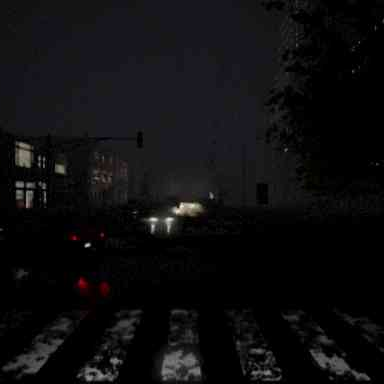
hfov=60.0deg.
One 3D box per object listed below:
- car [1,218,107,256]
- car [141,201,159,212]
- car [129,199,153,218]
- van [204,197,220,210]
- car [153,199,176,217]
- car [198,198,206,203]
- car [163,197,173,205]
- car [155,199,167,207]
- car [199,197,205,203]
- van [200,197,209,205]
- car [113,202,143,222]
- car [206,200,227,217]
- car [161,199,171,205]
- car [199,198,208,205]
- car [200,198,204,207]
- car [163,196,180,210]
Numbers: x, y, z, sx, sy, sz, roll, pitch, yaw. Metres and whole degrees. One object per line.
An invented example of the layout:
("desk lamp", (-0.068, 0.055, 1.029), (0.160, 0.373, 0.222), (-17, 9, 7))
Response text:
("car", (-5.824, 1.723, 13.773), (4.718, 1.301, 1.895), (0, -1, 33))
("car", (-5.680, 1.956, 45.578), (2.008, 1.369, 4.403), (0, -1, 0))
("car", (-5.680, 1.621, 34.478), (2.192, 1.841, 5.009), (0, -1, 0))
("van", (2.701, 1.696, 40.030), (1.690, 1.788, 3.998), (0, -1, 0))
("car", (-3.091, 1.790, 35.130), (1.882, 1.535, 5.008), (0, 0, 0))
("car", (2.706, 2.367, 89.985), (1.947, 1.339, 4.313), (0, -1, 0))
("car", (-5.674, 2.017, 78.884), (2.192, 1.841, 5.009), (0, -1, 0))
("car", (-5.678, 2.077, 62.060), (1.752, 1.417, 4.829), (0, -1, 0))
("car", (2.703, 2.119, 62.231), (1.947, 1.339, 4.313), (0, -1, 0))
("van", (2.706, 1.993, 73.334), (1.690, 1.788, 3.998), (0, -1, 0))
("car", (-5.682, 1.839, 28.925), (1.802, 1.307, 4.206), (0, -1, 0))
("car", (2.699, 1.833, 34.647), (1.752, 1.417, 4.829), (0, -1, 0))
("car", (-5.676, 2.203, 73.331), (2.008, 1.369, 4.403), (0, -1, 0))
("car", (2.706, 2.228, 79.054), (1.752, 1.417, 4.829), (0, -1, 0))
("car", (2.701, 2.005, 51.130), (2.008, 1.369, 4.403), (0, -1, 0))
("car", (-3.053, 1.695, 52.981), (2.150, 2.045, 5.566), (0, -1, 0))
